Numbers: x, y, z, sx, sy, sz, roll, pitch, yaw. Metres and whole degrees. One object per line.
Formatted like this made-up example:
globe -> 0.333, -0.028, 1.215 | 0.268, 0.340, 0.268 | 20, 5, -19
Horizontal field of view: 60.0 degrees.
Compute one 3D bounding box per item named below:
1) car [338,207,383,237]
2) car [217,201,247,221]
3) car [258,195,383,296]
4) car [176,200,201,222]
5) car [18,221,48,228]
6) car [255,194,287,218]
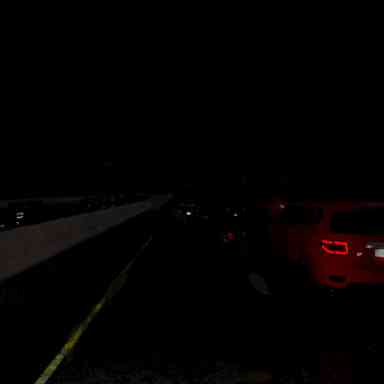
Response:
car -> 10.338, 1.585, 18.962 | 1.895, 1.301, 4.718 | 0, 0, -1
car -> 3.216, 1.486, 27.182 | 2.128, 1.511, 4.902 | 0, 0, -1
car -> 3.478, 1.216, 8.789 | 2.150, 2.045, 5.566 | 0, 0, -1
car -> -0.278, 1.563, 26.710 | 1.994, 1.385, 4.181 | 0, 0, -1
car -> -10.899, 1.368, 21.327 | 2.097, 1.767, 4.553 | 0, 0, -1
car -> 6.714, 1.211, 27.274 | 2.150, 2.045, 5.566 | 0, 0, -1
